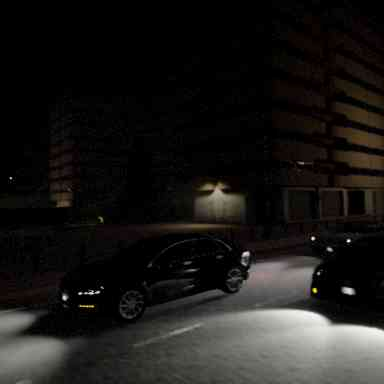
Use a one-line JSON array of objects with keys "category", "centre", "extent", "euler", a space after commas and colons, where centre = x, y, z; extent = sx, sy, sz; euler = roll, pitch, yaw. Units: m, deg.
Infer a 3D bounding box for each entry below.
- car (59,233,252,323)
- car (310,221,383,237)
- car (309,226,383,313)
[{"category": "car", "centre": [-0.601, 1.806, 8.005], "extent": [4.892, 1.490, 1.837], "euler": [0, -3, -40]}, {"category": "car", "centre": [7.007, 1.925, 14.256], "extent": [4.718, 1.301, 1.895], "euler": [0, -2, -39]}, {"category": "car", "centre": [4.550, 1.727, 7.711], "extent": [4.181, 1.385, 1.994], "euler": [0, -2, -39]}]
